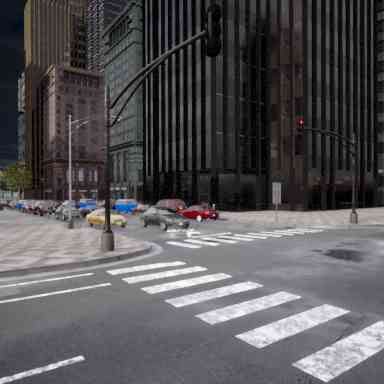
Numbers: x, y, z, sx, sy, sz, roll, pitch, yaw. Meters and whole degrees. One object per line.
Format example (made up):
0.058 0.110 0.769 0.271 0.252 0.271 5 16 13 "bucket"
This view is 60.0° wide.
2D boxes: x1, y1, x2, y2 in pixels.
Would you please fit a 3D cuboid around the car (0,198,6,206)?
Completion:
-41.428 2.666 73.586 1.887 1.381 4.507 -1 0 -35 "car"

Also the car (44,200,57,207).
-31.871 2.594 74.869 1.947 1.339 4.313 -1 0 -35 "car"

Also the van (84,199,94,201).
-17.174 2.037 54.318 1.690 1.788 3.998 -1 0 -35 "van"

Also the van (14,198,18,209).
-26.287 2.122 52.350 1.690 1.788 3.998 -1 0 -35 "van"

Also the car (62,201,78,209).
-22.810 2.406 62.163 1.802 1.307 4.206 -1 0 -35 "car"

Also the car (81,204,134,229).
-6.327 1.843 24.366 1.752 1.417 4.829 -1 0 -35 "car"

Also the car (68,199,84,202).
-19.365 2.059 52.758 2.097 1.767 4.553 0 -1 -36 "car"

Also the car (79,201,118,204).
-9.802 1.986 33.846 2.033 1.411 5.357 0 -1 -35 "car"

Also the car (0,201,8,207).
-44.549 2.770 77.963 1.802 1.307 4.206 -1 0 -35 "car"

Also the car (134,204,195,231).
-2.019 1.782 22.954 1.812 1.442 4.674 0 -1 -34 "car"

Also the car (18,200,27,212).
-23.448 2.156 48.372 1.967 1.590 4.097 -1 0 -35 "car"

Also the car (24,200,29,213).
-20.609 2.195 44.394 1.887 1.381 4.507 -1 0 -35 "car"

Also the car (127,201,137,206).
-5.373 2.004 37.738 1.802 1.307 4.206 -1 0 -35 "car"

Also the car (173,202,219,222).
0.524 1.828 29.447 1.887 1.381 4.507 -1 0 -35 "car"

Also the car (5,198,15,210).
-32.062 2.353 60.451 1.967 1.590 4.097 -1 0 -35 "car"

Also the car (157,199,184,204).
-2.430 1.668 33.593 2.192 1.841 5.009 -1 0 -35 "car"

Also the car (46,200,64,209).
-25.072 2.315 60.756 1.882 1.535 5.008 0 -1 -35 "car"

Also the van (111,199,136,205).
-8.328 1.832 41.883 1.690 1.788 3.998 -1 0 -35 "van"

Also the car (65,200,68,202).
-20.344 2.232 48.745 2.033 1.411 5.357 0 -1 -35 "car"

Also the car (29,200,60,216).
-17.777 1.900 40.416 2.192 1.841 5.009 -1 0 -35 "car"

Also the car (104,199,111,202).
-11.277 1.874 46.028 2.192 1.841 5.009 -1 0 -35 "car"

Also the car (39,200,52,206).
-34.893 2.659 79.106 1.947 1.339 4.313 -1 0 -35 "car"

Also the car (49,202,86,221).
-12.098 2.004 32.460 2.008 1.369 4.403 -1 0 -35 "car"
